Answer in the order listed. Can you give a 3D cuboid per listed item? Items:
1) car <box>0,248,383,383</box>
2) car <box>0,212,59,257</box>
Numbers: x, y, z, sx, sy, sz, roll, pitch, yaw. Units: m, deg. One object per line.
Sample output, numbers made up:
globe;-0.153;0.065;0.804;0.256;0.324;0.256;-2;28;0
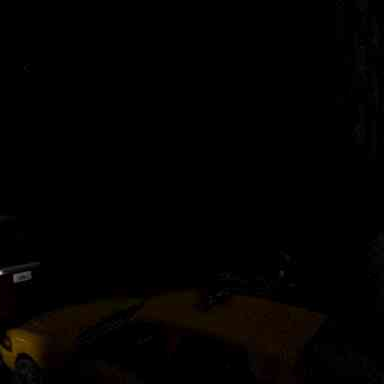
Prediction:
car;0.001;1.525;3.074;4.829;1.417;1.752;0;1;36
car;-4.404;1.313;6.224;5.009;1.841;2.192;0;1;36
